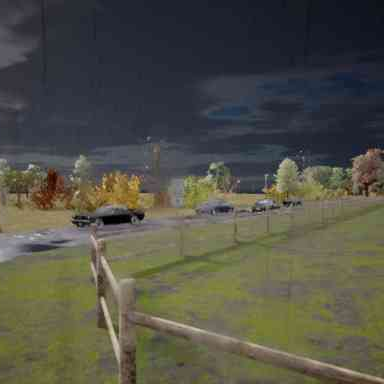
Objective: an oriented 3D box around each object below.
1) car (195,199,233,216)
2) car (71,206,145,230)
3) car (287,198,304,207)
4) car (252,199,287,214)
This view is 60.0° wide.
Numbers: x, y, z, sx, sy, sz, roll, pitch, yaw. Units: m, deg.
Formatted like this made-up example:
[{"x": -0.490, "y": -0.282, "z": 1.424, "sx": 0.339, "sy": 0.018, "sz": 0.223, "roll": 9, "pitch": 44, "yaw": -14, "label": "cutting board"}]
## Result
[{"x": 2.161, "y": 1.435, "z": 31.565, "sx": 1.837, "sy": 1.490, "sz": 4.892, "roll": 0, "pitch": 0, "yaw": 36, "label": "car"}, {"x": -5.267, "y": 1.557, "z": 21.252, "sx": 1.895, "sy": 1.301, "sz": 4.718, "roll": 0, "pitch": 0, "yaw": 36, "label": "car"}, {"x": 14.775, "y": 1.514, "z": 48.930, "sx": 1.895, "sy": 1.301, "sz": 4.718, "roll": 0, "pitch": 0, "yaw": 36, "label": "car"}, {"x": 7.794, "y": 1.452, "z": 34.348, "sx": 1.812, "sy": 1.442, "sz": 4.674, "roll": 0, "pitch": 0, "yaw": 36, "label": "car"}]
